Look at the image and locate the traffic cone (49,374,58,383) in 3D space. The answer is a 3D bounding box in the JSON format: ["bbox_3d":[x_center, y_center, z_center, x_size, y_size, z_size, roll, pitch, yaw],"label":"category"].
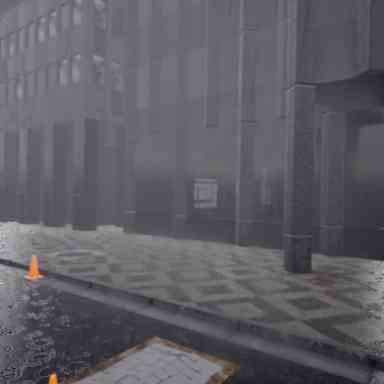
[{"bbox_3d":[-1.280,1.980,3.057,0.340,0.580,0.340,0,-1,37],"label":"traffic cone"}]

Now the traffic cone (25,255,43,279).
[{"bbox_3d":[-4.296,2.016,9.049,0.340,0.580,0.340,0,-1,37],"label":"traffic cone"}]

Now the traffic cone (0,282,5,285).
[{"bbox_3d":[-4.893,2.003,8.247,0.340,0.580,0.340,0,-1,37],"label":"traffic cone"}]
